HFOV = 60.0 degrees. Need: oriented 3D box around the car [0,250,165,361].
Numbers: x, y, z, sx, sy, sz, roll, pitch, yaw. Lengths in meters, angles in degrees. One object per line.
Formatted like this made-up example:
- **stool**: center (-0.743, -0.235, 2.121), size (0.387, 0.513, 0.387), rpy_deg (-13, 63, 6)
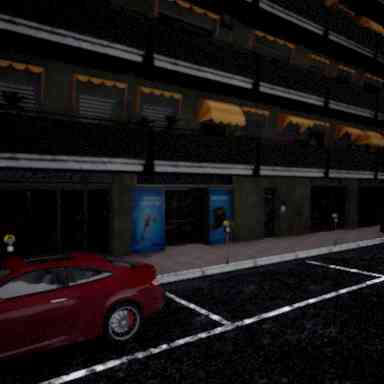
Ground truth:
- **car**: center (-2.398, 1.582, 4.858), size (4.206, 1.307, 1.802), rpy_deg (0, 0, -35)
